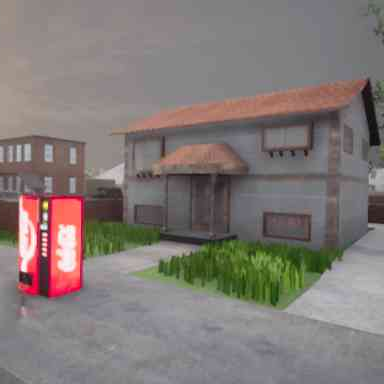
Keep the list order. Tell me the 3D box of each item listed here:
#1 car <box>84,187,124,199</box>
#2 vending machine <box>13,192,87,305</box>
[{"bbox_3d":[-6.402,0.567,23.144,3.866,1.878,1.905,2,1,35],"label":"car"},{"bbox_3d":[-2.926,1.057,6.915,0.880,2.100,1.100,2,1,35],"label":"vending machine"}]
